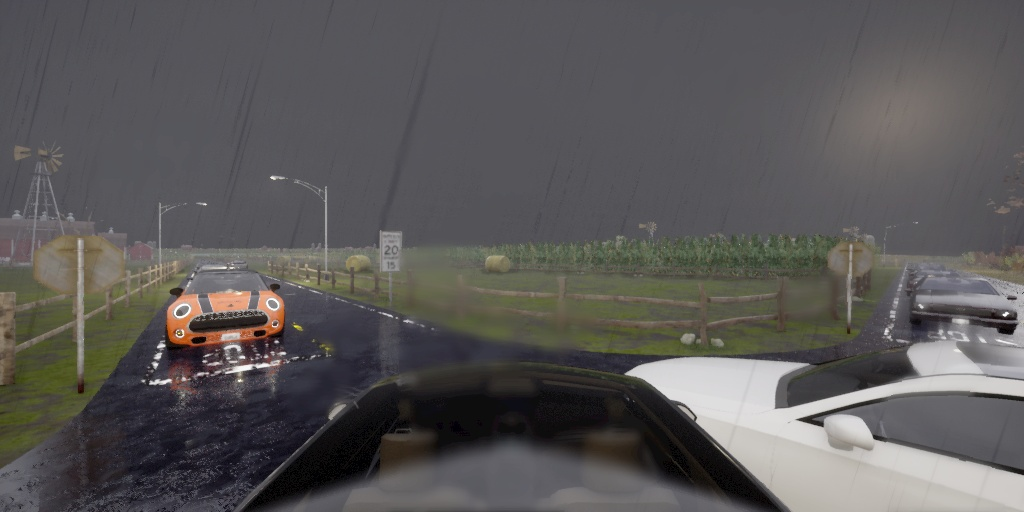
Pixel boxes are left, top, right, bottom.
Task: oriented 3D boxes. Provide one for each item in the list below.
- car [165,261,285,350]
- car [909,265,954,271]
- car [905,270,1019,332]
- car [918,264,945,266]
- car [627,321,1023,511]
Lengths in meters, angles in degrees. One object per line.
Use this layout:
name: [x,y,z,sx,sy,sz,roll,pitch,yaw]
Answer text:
car: [-7.438,1.136,9.415,2.097,1.767,4.553,0,0,-39]
car: [21.104,1.359,17.770,4.181,1.385,1.994,0,1,-42]
car: [13.675,1.332,11.086,5.357,1.411,2.033,0,1,-42]
car: [28.765,1.302,24.653,4.902,1.511,2.128,0,1,-42]
car: [2.866,1.293,2.171,1.812,1.442,4.674,0,1,-43]
